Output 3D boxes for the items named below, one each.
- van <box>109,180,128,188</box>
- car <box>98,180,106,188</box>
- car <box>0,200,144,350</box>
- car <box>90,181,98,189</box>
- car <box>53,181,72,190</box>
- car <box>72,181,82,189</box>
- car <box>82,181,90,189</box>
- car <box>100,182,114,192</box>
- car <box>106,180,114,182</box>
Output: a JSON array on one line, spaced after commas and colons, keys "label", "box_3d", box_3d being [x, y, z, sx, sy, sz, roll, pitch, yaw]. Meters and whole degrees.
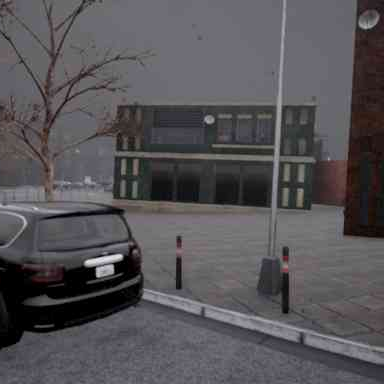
[{"label": "van", "box_3d": [-18.870, -2.128, 85.672, 4.442, 1.987, 1.878, 3, 3, 20]}, {"label": "car", "box_3d": [-22.757, -1.599, 75.361, 4.892, 1.521, 2.231, 3, 3, 20]}, {"label": "car", "box_3d": [-3.358, 1.172, 6.432, 5.566, 2.045, 2.150, 1, 1, 38]}, {"label": "car", "box_3d": [-23.659, -1.651, 72.748, 4.553, 1.767, 2.185, 3, 3, 20]}, {"label": "car", "box_3d": [-26.481, -1.443, 64.971, 4.553, 1.767, 2.185, 3, 2, 20]}, {"label": "car", "box_3d": [-25.578, -1.386, 67.584, 5.008, 1.535, 2.097, 3, 2, 20]}, {"label": "car", "box_3d": [-24.633, -1.416, 70.173, 4.674, 1.452, 2.002, 3, 3, 20]}, {"label": "car", "box_3d": [-14.255, -0.672, 62.171, 2.128, 1.511, 4.902, 3, 3, 20]}, {"label": "car", "box_3d": [-20.886, -2.007, 80.538, 5.566, 2.045, 2.435, 3, 3, 20]}]
